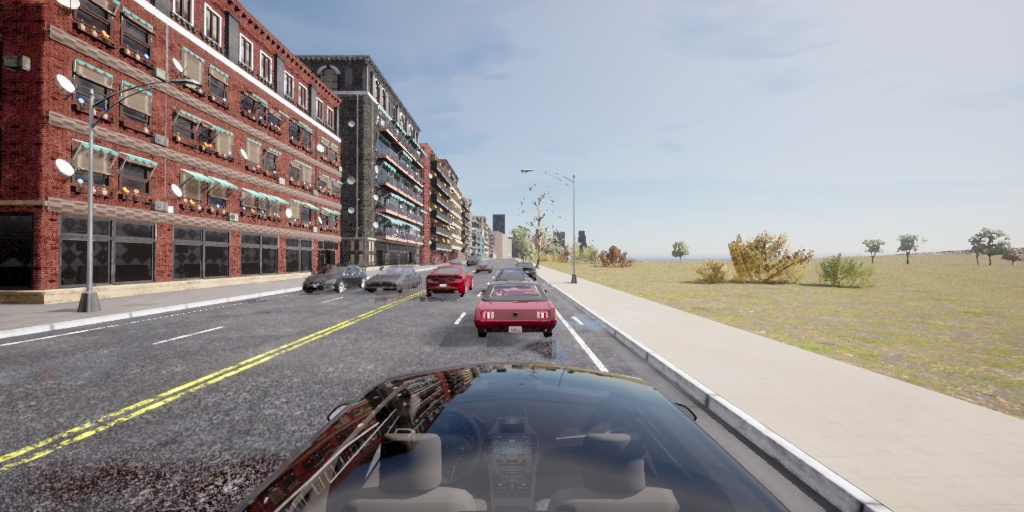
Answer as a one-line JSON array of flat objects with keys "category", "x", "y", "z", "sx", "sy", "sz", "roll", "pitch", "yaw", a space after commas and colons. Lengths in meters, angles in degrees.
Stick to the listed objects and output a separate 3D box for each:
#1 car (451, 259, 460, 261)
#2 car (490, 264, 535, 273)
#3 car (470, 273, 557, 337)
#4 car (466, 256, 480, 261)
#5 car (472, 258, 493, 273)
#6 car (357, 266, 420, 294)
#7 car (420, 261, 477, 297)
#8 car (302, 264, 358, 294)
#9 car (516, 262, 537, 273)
[{"category": "car", "x": -10.008, "y": 1.298, "z": 63.044, "sx": 2.033, "sy": 1.411, "sz": 5.357, "roll": 0, "pitch": 0, "yaw": 0}, {"category": "car", "x": 0.031, "y": 1.317, "z": 20.259, "sx": 1.994, "sy": 1.385, "sz": 4.181, "roll": 0, "pitch": 0, "yaw": 0}, {"category": "car", "x": 0.073, "y": 1.352, "z": 10.229, "sx": 1.895, "sy": 1.301, "sz": 4.718, "roll": 0, "pitch": 0, "yaw": 0}, {"category": "car", "x": -6.762, "y": 0.972, "z": 63.320, "sx": 2.150, "sy": 2.045, "sz": 5.566, "roll": 0, "pitch": 0, "yaw": 0}, {"category": "car", "x": -3.282, "y": 1.300, "z": 42.910, "sx": 2.033, "sy": 1.411, "sz": 5.357, "roll": 0, "pitch": 0, "yaw": 0}, {"category": "car", "x": -6.663, "y": 1.300, "z": 20.723, "sx": 2.033, "sy": 1.411, "sz": 5.357, "roll": 0, "pitch": 0, "yaw": 0}, {"category": "car", "x": -3.208, "y": 1.230, "z": 19.129, "sx": 1.882, "sy": 1.535, "sz": 5.008, "roll": 0, "pitch": 0, "yaw": 0}, {"category": "car", "x": -9.912, "y": 1.257, "z": 20.453, "sx": 1.837, "sy": 1.490, "sz": 4.892, "roll": 0, "pitch": 0, "yaw": 0}, {"category": "car", "x": 1.044, "y": 1.259, "z": 30.254, "sx": 1.837, "sy": 1.490, "sz": 4.892, "roll": 0, "pitch": 0, "yaw": 0}]
